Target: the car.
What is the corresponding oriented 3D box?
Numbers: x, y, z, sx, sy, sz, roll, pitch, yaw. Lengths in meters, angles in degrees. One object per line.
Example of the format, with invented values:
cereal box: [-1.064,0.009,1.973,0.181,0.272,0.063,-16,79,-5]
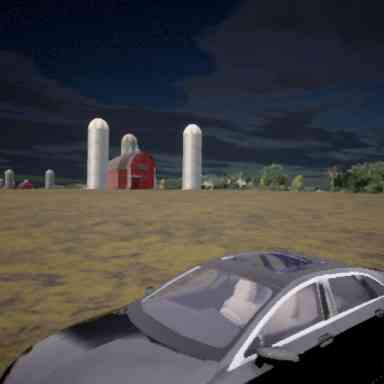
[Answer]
car: [0.651,1.488,3.536,4.902,1.511,2.128,0,0,-36]
